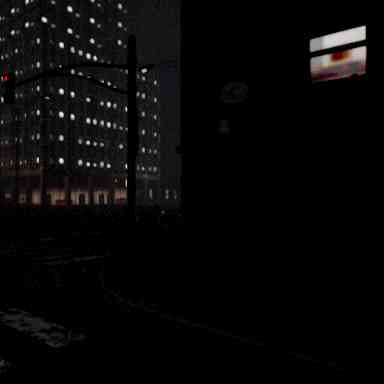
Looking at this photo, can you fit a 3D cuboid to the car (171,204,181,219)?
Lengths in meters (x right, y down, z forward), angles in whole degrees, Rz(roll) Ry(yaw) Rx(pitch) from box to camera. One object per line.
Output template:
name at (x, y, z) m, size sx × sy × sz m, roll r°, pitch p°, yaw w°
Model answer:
car at (-0.796, 1.743, 30.863) m, size 2.008 × 1.369 × 4.403 m, roll -1°, pitch -1°, yaw 35°

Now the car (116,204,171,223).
car at (-4.006, 1.662, 26.312) m, size 2.008 × 1.369 × 4.403 m, roll -1°, pitch -1°, yaw 35°
